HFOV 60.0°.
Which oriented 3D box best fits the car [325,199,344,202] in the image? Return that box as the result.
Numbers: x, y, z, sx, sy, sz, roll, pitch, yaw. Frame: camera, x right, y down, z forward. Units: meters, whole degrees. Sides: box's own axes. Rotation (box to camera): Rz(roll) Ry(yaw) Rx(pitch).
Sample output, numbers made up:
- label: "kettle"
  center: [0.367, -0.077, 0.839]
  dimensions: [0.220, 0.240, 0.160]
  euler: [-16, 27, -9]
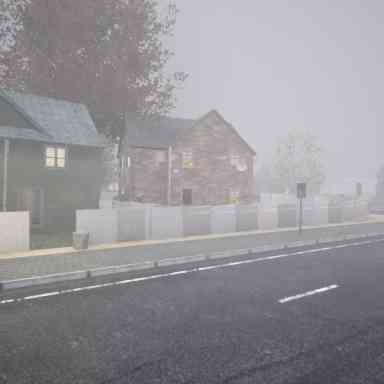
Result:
- label: "car"
  center: [15.593, 1.177, 36.547]
  dimensions: [2.128, 1.511, 4.902]
  euler: [1, 0, -20]

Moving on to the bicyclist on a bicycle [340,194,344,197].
- label: "bicyclist on a bicycle"
  center: [19.457, 1.035, 43.118]
  dimensions: [1.656, 1.620, 0.582]
  euler: [1, 0, -20]

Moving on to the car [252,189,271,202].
- label: "car"
  center: [10.510, 0.665, 50.640]
  dimensions: [2.150, 2.045, 5.566]
  euler: [1, 2, -20]
